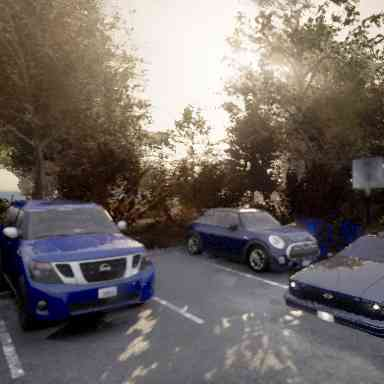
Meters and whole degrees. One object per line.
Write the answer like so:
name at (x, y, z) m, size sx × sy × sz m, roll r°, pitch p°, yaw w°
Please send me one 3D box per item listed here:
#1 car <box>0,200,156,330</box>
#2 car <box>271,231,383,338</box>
car at (-2.927, 1.225, 7.467) m, size 2.435 × 2.045 × 5.566 m, roll 0°, pitch 0°, yaw -36°
car at (4.232, 1.529, 6.698) m, size 5.357 × 1.411 × 2.033 m, roll 0°, pitch 0°, yaw -35°
